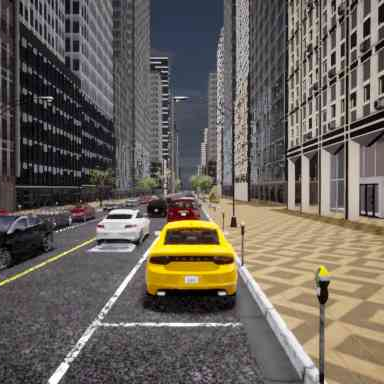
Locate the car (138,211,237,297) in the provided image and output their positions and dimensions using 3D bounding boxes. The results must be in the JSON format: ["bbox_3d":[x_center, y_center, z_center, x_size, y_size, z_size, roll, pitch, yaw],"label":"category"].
[{"bbox_3d":[-0.006,1.476,8.652,1.882,1.535,5.008,0,0,0],"label":"car"}]

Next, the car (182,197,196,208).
[{"bbox_3d":[-0.463,1.541,49.090,2.008,1.369,4.403,-1,0,0],"label":"car"}]

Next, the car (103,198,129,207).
[{"bbox_3d":[-8.844,1.544,37.723,2.008,1.369,4.403,-1,0,0],"label":"car"}]

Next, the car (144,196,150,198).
[{"bbox_3d":[-8.843,1.570,60.458,1.802,1.307,4.206,-1,0,0],"label":"car"}]

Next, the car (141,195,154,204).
[{"bbox_3d":[-8.845,1.426,66.141,1.967,1.590,4.097,-1,0,0],"label":"car"}]

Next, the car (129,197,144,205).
[{"bbox_3d":[-8.843,1.541,49.090,2.008,1.369,4.403,-1,0,0],"label":"car"}]

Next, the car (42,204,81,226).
[{"bbox_3d":[-8.844,1.547,20.672,2.008,1.369,4.403,-1,0,0],"label":"car"}]

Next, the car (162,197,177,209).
[{"bbox_3d":[-3.045,1.517,46.426,1.812,1.442,4.674,0,0,0],"label":"car"}]

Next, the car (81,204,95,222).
[{"bbox_3d":[-8.843,1.577,26.356,1.802,1.307,4.206,-1,0,0],"label":"car"}]

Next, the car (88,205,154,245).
[{"bbox_3d":[-3.058,1.523,15.322,1.812,1.442,4.674,0,0,0],"label":"car"}]

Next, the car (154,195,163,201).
[{"bbox_3d":[-8.844,1.545,88.876,1.947,1.339,4.313,-1,0,0],"label":"car"}]

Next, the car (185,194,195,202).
[{"bbox_3d":[-0.465,1.298,77.509,2.192,1.841,5.009,-1,0,0],"label":"car"}]

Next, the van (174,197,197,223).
[{"bbox_3d":[-0.465,1.336,26.356,1.690,1.788,3.998,-1,0,0],"label":"van"}]

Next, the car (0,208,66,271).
[{"bbox_3d":[-6.247,1.489,10.942,2.128,1.511,4.902,0,0,0],"label":"car"}]

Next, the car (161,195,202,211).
[{"bbox_3d":[-0.465,1.311,20.672,2.192,1.841,5.009,-1,0,0],"label":"car"}]

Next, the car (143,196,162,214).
[{"bbox_3d":[-3.146,1.472,31.823,1.882,1.535,5.008,0,0,0],"label":"car"}]
